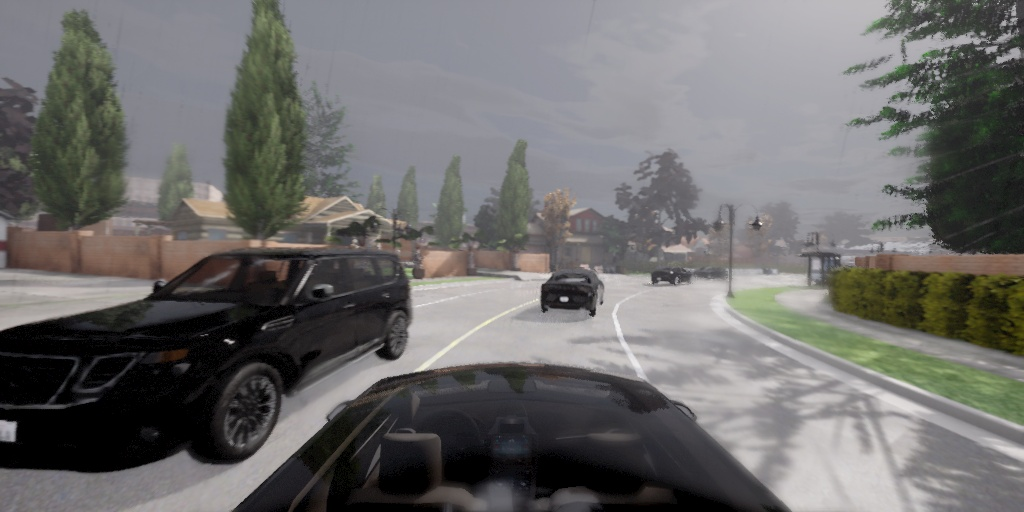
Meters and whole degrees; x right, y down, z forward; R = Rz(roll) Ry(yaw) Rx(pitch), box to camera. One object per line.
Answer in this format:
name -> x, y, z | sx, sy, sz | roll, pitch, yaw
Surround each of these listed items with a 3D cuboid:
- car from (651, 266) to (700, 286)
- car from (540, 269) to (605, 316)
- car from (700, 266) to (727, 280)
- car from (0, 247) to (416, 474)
car -> 13.046, 1.577, 29.000 | 4.892, 1.490, 1.837 | 2, -1, -42
car -> 2.453, 1.246, 13.779 | 1.882, 1.535, 5.008 | 1, 0, 19
car -> 21.817, 1.886, 39.567 | 4.892, 1.490, 1.837 | 2, 0, -32
car -> -3.325, 0.885, 5.288 | 2.150, 2.045, 5.566 | 1, 0, 7
